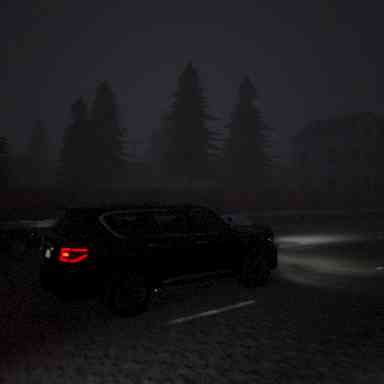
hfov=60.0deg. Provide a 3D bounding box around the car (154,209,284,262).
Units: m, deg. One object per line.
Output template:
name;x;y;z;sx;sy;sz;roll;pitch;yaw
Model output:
car;1.175;1.545;13.183;4.902;1.511;2.128;0;0;-36

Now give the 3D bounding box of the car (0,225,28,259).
car;-7.743;1.477;11.054;5.008;1.535;1.882;0;0;-35

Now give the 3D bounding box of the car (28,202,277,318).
car;-0.480;1.246;7.703;5.566;2.045;2.150;0;0;-36
